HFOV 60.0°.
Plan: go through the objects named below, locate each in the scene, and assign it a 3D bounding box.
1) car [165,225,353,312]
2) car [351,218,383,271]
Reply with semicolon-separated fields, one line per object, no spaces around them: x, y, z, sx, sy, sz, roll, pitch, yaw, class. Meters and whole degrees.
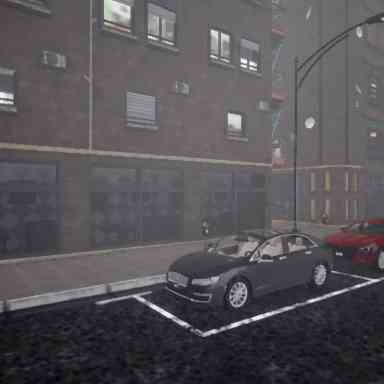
1.478;1.549;7.612;4.403;1.369;2.008;0;0;-36;car
6.066;1.542;10.885;4.507;1.381;1.887;0;0;-36;car
